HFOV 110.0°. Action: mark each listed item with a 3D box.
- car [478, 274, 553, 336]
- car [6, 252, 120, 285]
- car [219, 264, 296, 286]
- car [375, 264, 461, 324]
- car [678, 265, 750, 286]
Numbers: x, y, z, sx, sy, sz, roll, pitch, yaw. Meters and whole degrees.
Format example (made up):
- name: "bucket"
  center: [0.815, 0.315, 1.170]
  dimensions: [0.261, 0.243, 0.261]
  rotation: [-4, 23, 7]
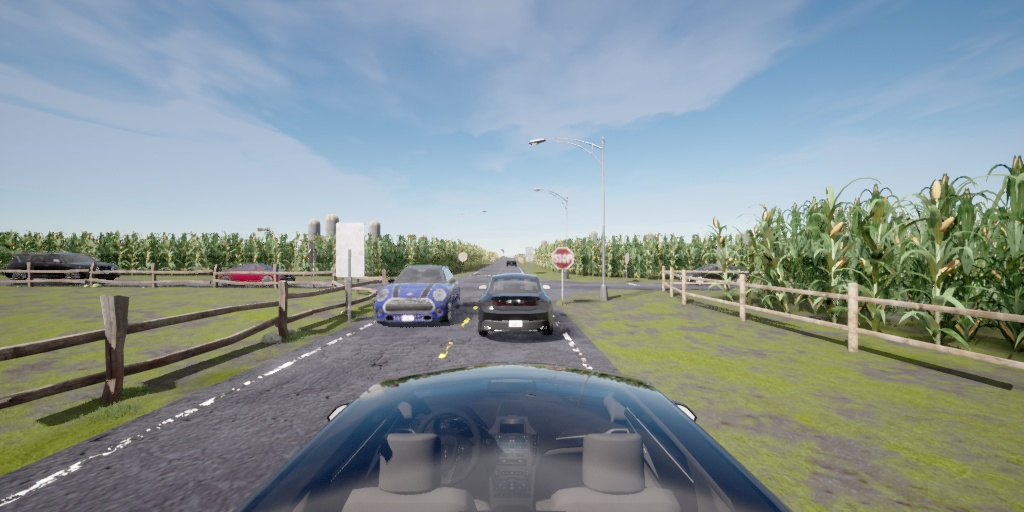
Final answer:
- name: "car"
  center: [0.078, 1.256, 10.373]
  dimensions: [1.837, 1.490, 4.892]
  rotation: [0, 0, 0]
- name: "car"
  center: [-29.349, 0.800, 23.551]
  dimensions: [5.566, 2.045, 2.150]
  rotation: [0, -1, -1]
- name: "car"
  center: [-16.569, 1.208, 23.458]
  dimensions: [4.181, 1.385, 1.994]
  rotation: [0, -1, 0]
- name: "car"
  center: [-2.927, 1.103, 12.001]
  dimensions: [2.097, 1.767, 4.553]
  rotation: [0, 0, -3]
- name: "car"
  center: [14.727, 1.374, 26.173]
  dimensions: [4.892, 1.490, 1.837]
  rotation: [0, -1, 0]
